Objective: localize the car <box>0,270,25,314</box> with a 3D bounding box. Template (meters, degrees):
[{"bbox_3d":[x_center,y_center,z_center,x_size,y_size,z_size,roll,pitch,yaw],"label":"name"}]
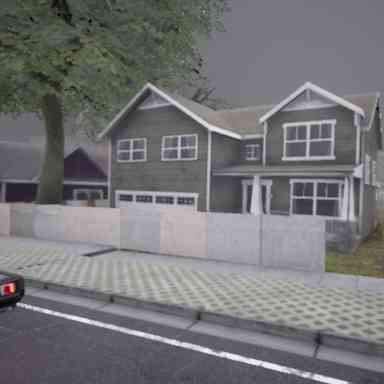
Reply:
[{"bbox_3d":[-5.296,1.625,5.952,4.718,1.301,1.895,0,0,28],"label":"car"}]
